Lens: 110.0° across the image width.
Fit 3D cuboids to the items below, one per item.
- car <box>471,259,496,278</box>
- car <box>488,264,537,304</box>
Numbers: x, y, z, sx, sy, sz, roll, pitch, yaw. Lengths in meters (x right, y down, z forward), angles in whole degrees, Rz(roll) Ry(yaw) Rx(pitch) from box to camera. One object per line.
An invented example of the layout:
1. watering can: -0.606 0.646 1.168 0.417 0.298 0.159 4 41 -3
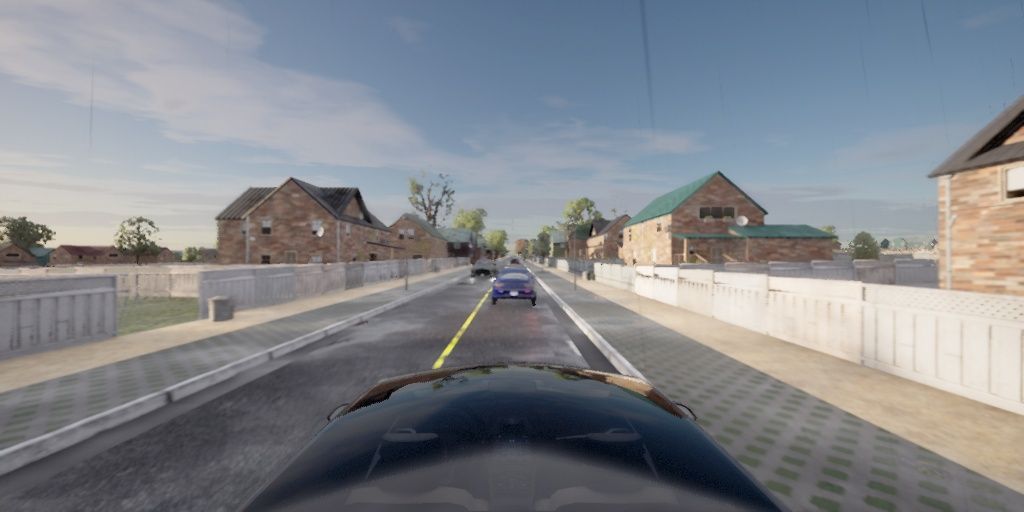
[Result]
1. car: -2.517 1.052 32.945 2.097 1.767 4.553 0 0 1
2. car: 0.100 1.261 16.049 1.812 1.442 4.674 0 0 0
